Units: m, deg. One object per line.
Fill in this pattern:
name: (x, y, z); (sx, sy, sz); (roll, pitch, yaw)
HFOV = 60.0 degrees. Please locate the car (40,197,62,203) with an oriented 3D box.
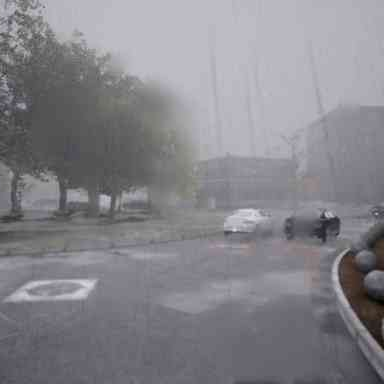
car: (-34.372, 1.908, 81.170); (4.674, 1.452, 2.002); (0, 0, -15)

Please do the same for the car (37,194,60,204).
car: (-32.896, 1.752, 75.852); (4.553, 1.767, 2.185); (0, 0, -15)

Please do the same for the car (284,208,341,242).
car: (6.313, 1.577, 17.136); (1.882, 1.535, 5.008); (0, -1, 34)

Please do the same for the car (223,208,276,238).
car: (3.225, 1.635, 18.416); (1.812, 1.442, 4.674); (0, 0, 29)

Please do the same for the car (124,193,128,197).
car: (-14.389, 1.802, 84.608); (4.553, 1.767, 2.185); (0, 0, -15)

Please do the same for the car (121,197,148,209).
car: (-8.478, 1.892, 50.621); (4.674, 1.442, 1.812); (0, -1, 15)

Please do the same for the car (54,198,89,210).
car: (-16.962, 1.907, 47.540); (4.181, 1.385, 1.994); (0, -1, -8)

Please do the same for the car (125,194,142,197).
car: (-13.026, 1.956, 79.346); (4.792, 1.488, 2.163); (0, 0, -15)

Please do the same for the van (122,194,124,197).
van: (-15.292, 1.696, 87.376); (4.442, 1.987, 1.878); (0, 0, -15)

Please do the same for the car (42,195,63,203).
car: (-35.067, 1.736, 83.838); (4.553, 1.767, 2.185); (0, 0, -15)

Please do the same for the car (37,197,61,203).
car: (-33.657, 1.875, 78.508); (5.008, 1.535, 2.097); (0, 0, -15)

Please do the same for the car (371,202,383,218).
car: (17.881, 1.516, 28.779); (4.892, 1.490, 1.837); (-2, 0, -17)
